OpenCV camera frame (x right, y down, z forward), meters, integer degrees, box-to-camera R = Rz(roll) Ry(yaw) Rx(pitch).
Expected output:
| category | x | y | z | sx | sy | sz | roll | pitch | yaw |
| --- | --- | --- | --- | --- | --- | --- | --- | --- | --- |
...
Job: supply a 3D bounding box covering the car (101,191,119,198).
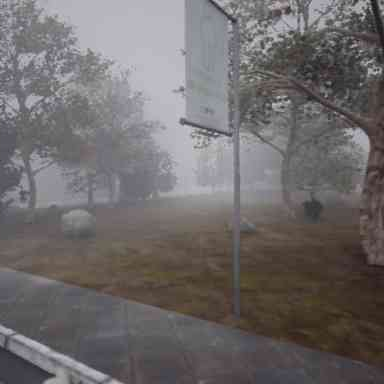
| category | x | y | z | sx | sy | sz | roll | pitch | yaw |
| --- | --- | --- | --- | --- | --- | --- | --- | --- | --- |
| car | -16.681 | 0.511 | 69.563 | 1.837 | 1.490 | 4.892 | 0 | 3 | 39 |
